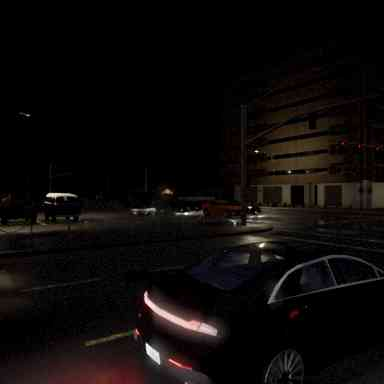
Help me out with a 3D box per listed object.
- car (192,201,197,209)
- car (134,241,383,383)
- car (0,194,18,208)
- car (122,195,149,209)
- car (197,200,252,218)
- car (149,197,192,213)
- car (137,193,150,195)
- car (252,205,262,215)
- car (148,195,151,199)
[{"bbox_3d":[-0.675,1.656,42.454,1.895,1.301,4.718,0,0,-34],"label":"car"},{"bbox_3d":[1.594,1.492,4.879,4.902,1.511,2.128,0,0,-34],"label":"car"},{"bbox_3d":[-31.421,1.209,56.553,1.932,1.855,4.605,0,0,-34],"label":"car"},{"bbox_3d":[-8.454,1.533,47.659,1.882,1.535,5.008,0,0,-34],"label":"car"},{"bbox_3d":[2.932,1.533,30.957,1.882,1.535,5.008,0,0,-34],"label":"car"},{"bbox_3d":[-2.603,1.603,39.067,2.033,1.411,5.357,0,0,-34],"label":"car"},{"bbox_3d":[-10.431,1.277,69.498,2.150,2.045,5.566,0,0,-34],"label":"car"},{"bbox_3d":[4.727,1.603,34.535,2.033,1.411,5.357,0,0,-34],"label":"car"},{"bbox_3d":[-6.240,1.560,50.632,1.837,1.490,4.892,0,0,-34],"label":"car"}]
